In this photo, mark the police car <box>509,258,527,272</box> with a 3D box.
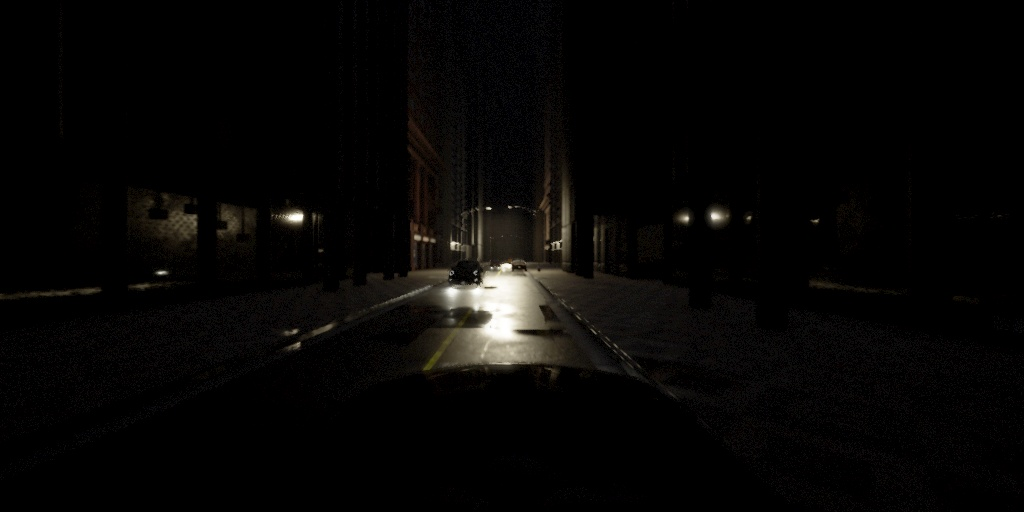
[{"bbox_3d":[0.903,1.168,46.099,1.930,1.638,5.238,0,0,0],"label":"police car"}]

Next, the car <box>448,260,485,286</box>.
[{"bbox_3d":[-3.094,1.096,25.027,2.097,1.767,4.553,0,0,0],"label":"car"}]
